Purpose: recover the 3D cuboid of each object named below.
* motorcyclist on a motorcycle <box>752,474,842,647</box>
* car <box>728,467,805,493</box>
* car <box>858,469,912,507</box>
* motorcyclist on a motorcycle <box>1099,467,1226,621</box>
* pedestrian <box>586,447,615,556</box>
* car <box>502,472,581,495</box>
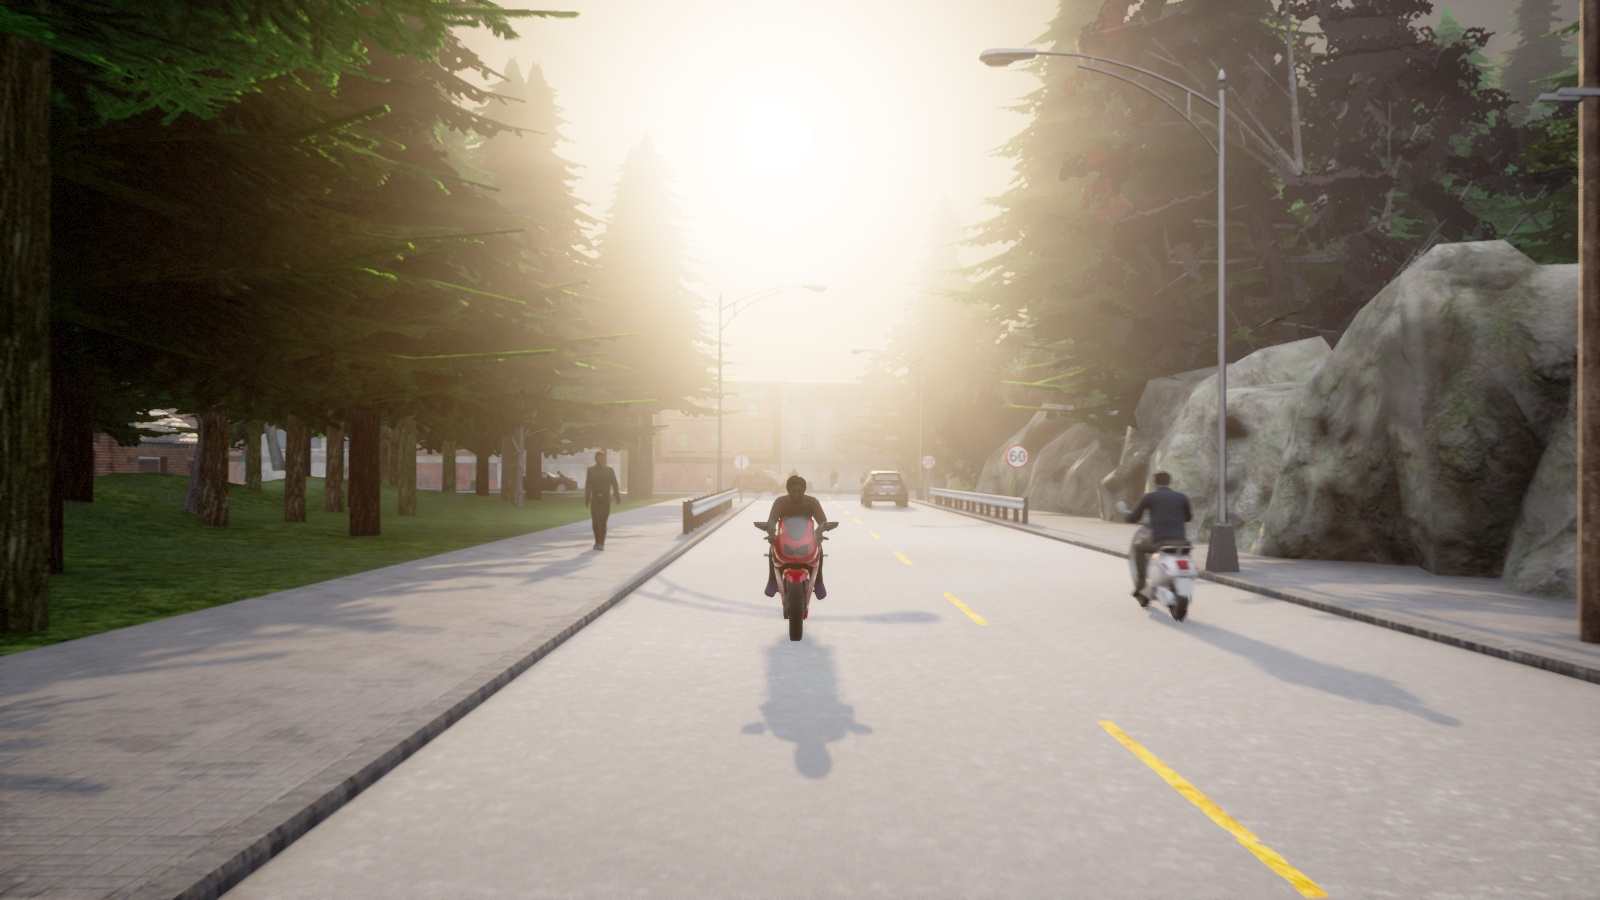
[{"bbox_3d":[-0.029,1.000,12.162,0.797,1.523,2.044,0,-1,0],"label":"motorcyclist on a motorcycle"},{"bbox_3d":[-2.231,1.998,83.300,5.027,1.651,2.152,-1,-1,42],"label":"car"},{"bbox_3d":[3.769,1.676,56.545,2.033,1.649,4.856,0,-1,0],"label":"car"},{"bbox_3d":[3.967,0.985,13.896,0.866,1.590,1.817,0,-1,0],"label":"motorcyclist on a motorcycle"},{"bbox_3d":[-3.615,0.921,22.812,0.423,1.949,0.788,0,-1,-2],"label":"pedestrian"},{"bbox_3d":[-17.741,2.309,86.364,5.008,1.535,1.882,0,-1,0],"label":"car"}]
